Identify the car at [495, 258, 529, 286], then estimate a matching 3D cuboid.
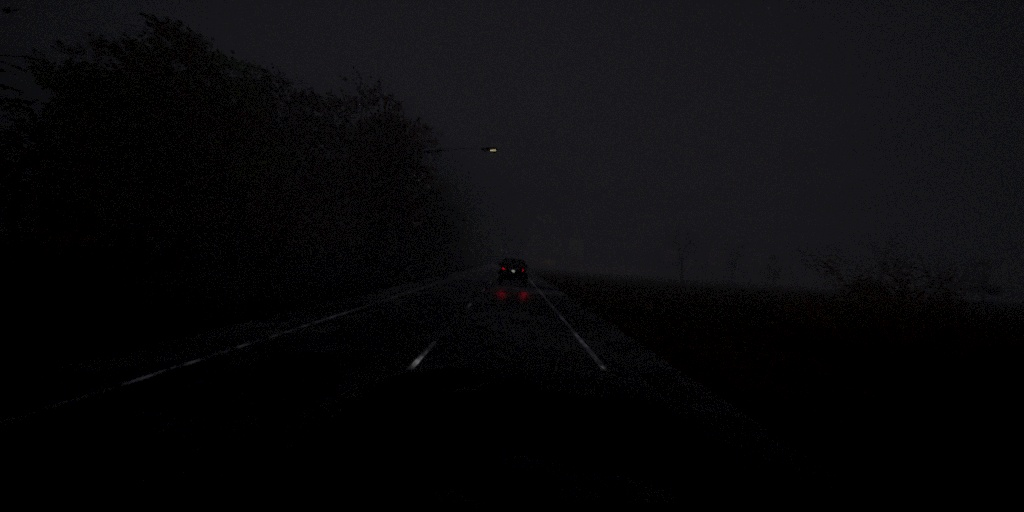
[{"bbox_3d":[0.086,1.189,28.107,2.150,2.045,5.566,3,0,0],"label":"car"}]
